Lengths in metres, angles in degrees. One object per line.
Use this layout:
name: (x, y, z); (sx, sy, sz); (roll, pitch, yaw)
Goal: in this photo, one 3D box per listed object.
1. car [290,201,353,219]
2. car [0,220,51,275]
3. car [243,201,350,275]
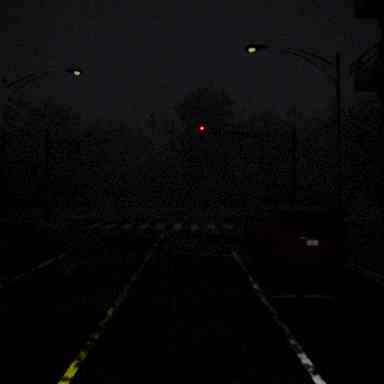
car: (10.132, 1.393, 26.263); (4.181, 1.385, 1.994); (0, -1, 1)
car: (-5.809, 1.544, 10.259); (1.802, 1.307, 4.206); (1, 0, 0)
car: (2.842, 1.277, 10.223); (2.192, 1.841, 5.009); (1, 0, 0)
